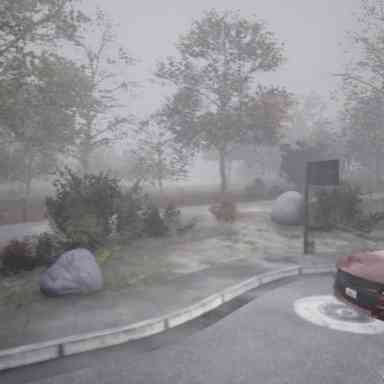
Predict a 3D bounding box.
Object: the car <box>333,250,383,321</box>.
[{"bbox_3d":[5.075,1.419,6.067,5.008,1.535,1.882,1,1,-13],"label":"car"}]
